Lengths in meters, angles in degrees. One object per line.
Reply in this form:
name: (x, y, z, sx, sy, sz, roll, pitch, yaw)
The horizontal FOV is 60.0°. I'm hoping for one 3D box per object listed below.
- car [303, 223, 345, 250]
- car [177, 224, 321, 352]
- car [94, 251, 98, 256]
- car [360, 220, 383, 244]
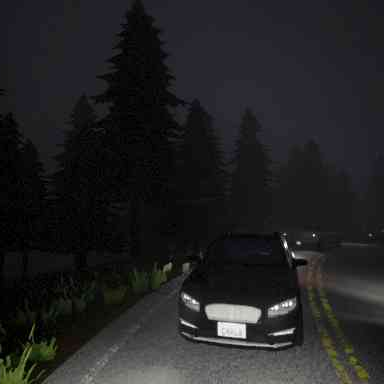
car: (6.538, 2.311, 17.751, 1.895, 1.301, 4.718, -3, -6, 39)
car: (1.139, 1.561, 6.627, 2.128, 1.511, 4.902, -1, -2, 15)
car: (-20.220, 13.648, 73.008, 4.181, 1.381, 1.994, -2, -5, 31)
car: (15.913, 3.229, 26.487, 5.566, 2.045, 2.150, 8, -8, -28)
